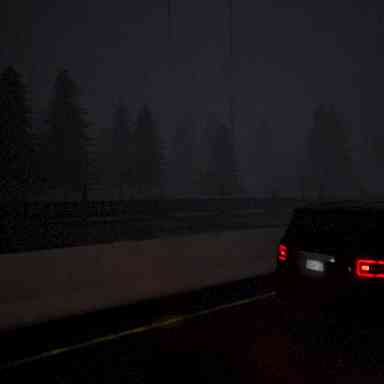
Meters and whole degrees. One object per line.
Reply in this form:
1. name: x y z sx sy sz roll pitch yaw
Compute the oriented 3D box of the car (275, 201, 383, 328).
1. car: 4.074 1.193 6.681 5.566 2.045 2.150 -1 0 -36
